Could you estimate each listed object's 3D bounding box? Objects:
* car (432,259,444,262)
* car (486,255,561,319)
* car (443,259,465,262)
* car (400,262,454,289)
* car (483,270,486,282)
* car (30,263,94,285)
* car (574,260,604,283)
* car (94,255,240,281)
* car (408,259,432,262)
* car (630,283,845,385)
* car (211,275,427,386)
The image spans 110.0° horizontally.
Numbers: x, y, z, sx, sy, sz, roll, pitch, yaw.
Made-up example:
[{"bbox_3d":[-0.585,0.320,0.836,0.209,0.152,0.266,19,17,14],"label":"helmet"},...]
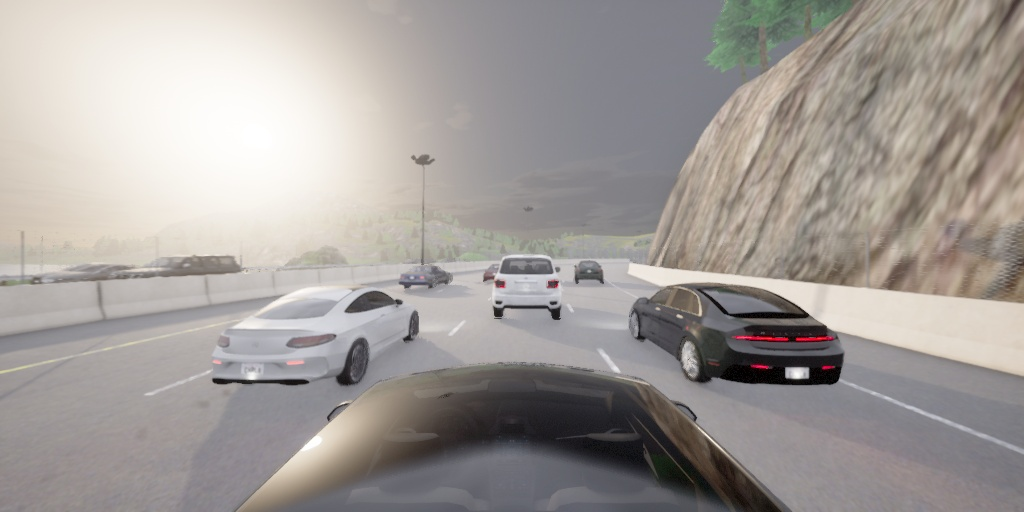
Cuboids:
[{"bbox_3d":[-11.091,1.260,61.111,1.837,1.490,4.892,0,0,19],"label":"car"},{"bbox_3d":[0.596,0.979,13.100,2.150,2.045,5.566,0,0,4],"label":"car"},{"bbox_3d":[-8.643,1.286,57.360,1.812,1.442,4.674,0,0,18],"label":"car"},{"bbox_3d":[-5.428,1.297,23.104,2.033,1.411,5.357,0,0,7],"label":"car"},{"bbox_3d":[-0.988,1.326,28.982,1.994,1.385,4.181,0,0,9],"label":"car"},{"bbox_3d":[-23.483,1.197,20.688,2.128,1.511,4.902,0,0,6],"label":"car"},{"bbox_3d":[5.984,1.130,28.239,2.097,1.767,4.553,0,0,9],"label":"car"},{"bbox_3d":[-16.718,0.940,18.234,2.150,2.045,5.566,0,0,6],"label":"car"},{"bbox_3d":[-14.873,1.239,60.831,2.128,1.511,4.902,0,0,18],"label":"car"},{"bbox_3d":[3.787,1.267,7.071,1.837,1.490,4.892,0,0,2],"label":"car"},{"bbox_3d":[-3.230,1.271,6.867,1.812,1.442,4.674,0,0,2],"label":"car"}]
